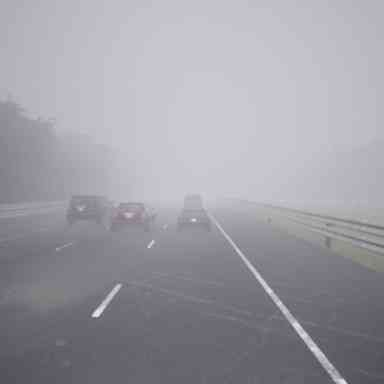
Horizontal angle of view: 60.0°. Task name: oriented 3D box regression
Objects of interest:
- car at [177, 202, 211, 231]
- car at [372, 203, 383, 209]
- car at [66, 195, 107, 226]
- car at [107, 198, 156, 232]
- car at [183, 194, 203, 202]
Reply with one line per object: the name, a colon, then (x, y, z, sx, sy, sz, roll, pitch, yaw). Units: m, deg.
car: (0.107, 1.544, 20.591, 1.994, 1.385, 4.181, 0, 0, 0)
car: (28.073, 1.627, 46.939, 1.801, 1.575, 5.366, 0, 0, -25)
car: (-6.889, 1.194, 23.279, 2.150, 2.045, 5.566, 0, 0, 0)
car: (-3.393, 1.333, 20.086, 2.097, 1.767, 4.553, 0, 0, 0)
car: (0.115, 1.205, 39.758, 2.150, 2.045, 5.566, 0, 0, 0)
